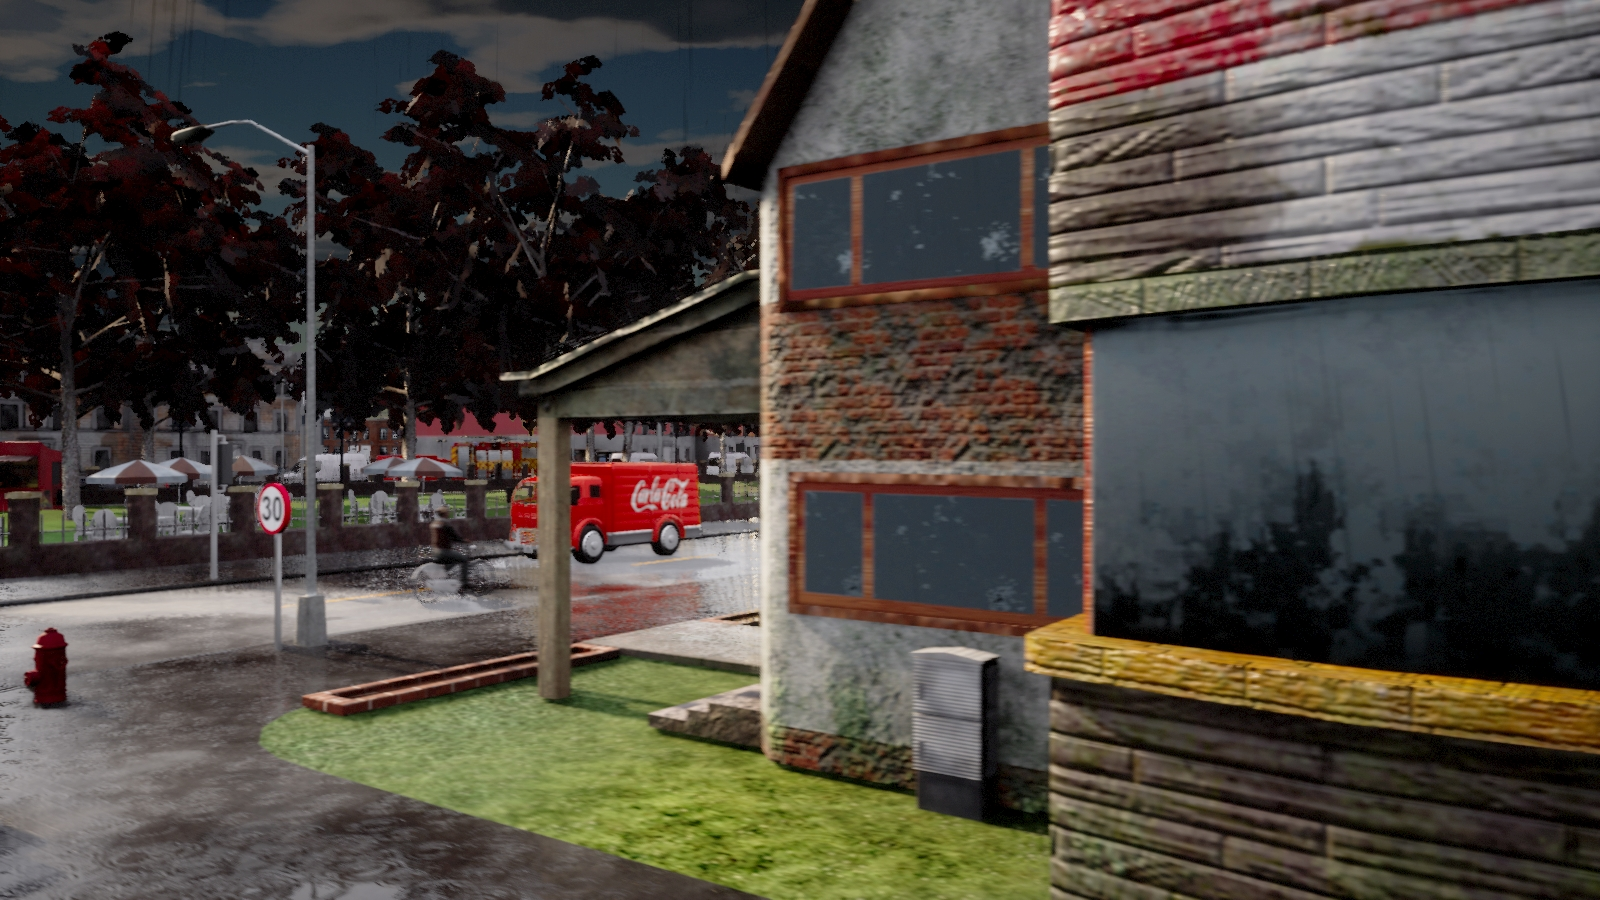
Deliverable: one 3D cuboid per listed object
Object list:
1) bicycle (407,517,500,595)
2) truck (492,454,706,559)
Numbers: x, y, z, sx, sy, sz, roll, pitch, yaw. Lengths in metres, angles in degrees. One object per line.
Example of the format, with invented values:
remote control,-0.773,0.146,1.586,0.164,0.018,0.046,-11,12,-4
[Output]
bicycle,-6.404,1.940,21.221,0.329,1.271,1.835,0,0,36
truck,-5.121,1.347,29.859,2.627,2.467,5.204,0,0,35
